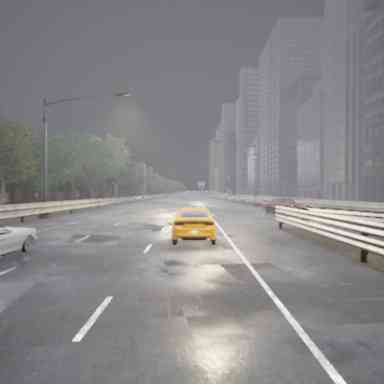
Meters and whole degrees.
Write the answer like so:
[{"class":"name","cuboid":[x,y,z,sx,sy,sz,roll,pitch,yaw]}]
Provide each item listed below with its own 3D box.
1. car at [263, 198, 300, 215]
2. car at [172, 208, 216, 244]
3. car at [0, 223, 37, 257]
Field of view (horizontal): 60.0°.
[{"class":"car","cuboid":[8.757,1.398,32.981,2.097,1.767,4.553,0,0,-12]},{"class":"car","cuboid":[0.088,1.484,15.985,1.882,1.535,5.008,0,0,0]},{"class":"car","cuboid":[-6.906,1.604,10.749,1.895,1.301,4.718,0,0,0]}]
